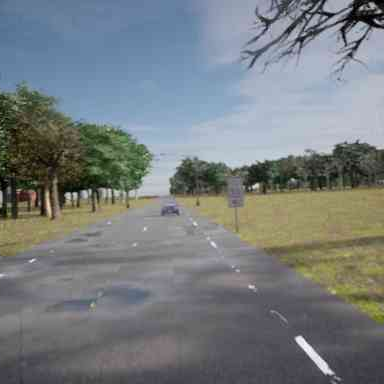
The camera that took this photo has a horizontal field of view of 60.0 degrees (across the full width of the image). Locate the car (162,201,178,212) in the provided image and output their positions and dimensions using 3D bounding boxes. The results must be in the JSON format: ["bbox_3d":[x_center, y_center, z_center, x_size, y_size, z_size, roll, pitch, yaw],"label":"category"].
[{"bbox_3d":[-3.152,2.023,47.302,2.033,1.411,5.357,-3,-1,-4],"label":"car"}]

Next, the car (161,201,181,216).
[{"bbox_3d":[-2.345,1.794,36.032,1.812,1.442,4.674,-3,-1,-3],"label":"car"}]
